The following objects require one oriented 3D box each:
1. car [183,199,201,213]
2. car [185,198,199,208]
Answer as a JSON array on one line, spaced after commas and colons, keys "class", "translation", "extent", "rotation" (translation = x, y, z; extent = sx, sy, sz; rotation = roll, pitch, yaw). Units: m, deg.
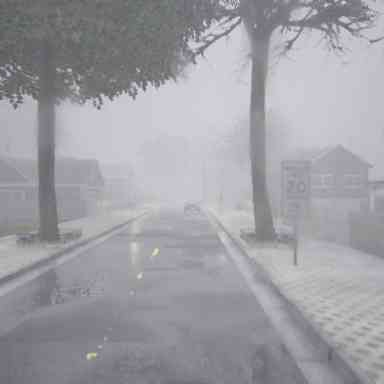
[{"class": "car", "translation": [0.000, 1.544, 36.889], "extent": [1.812, 1.442, 4.674], "rotation": [0, 0, 0]}, {"class": "car", "translation": [0.013, 1.625, 48.371], "extent": [1.895, 1.301, 4.718], "rotation": [0, 0, 0]}]
